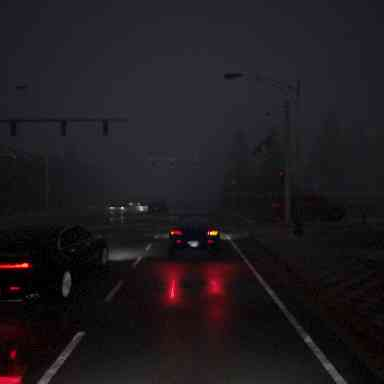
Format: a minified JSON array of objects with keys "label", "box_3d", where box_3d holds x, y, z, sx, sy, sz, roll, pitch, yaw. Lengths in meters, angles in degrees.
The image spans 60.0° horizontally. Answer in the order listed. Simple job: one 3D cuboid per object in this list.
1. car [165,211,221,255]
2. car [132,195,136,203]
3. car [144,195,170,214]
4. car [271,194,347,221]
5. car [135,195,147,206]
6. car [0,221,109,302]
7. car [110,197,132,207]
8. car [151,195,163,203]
[{"label":"car","box_3d":[0.131,1.493,13.011,1.812,1.442,4.674,0,0,2]},{"label":"car","box_3d":[-10.496,1.318,63.497,1.882,1.535,5.008,0,0,0]},{"label":"car","box_3d":[-3.392,1.392,34.215,1.882,1.535,5.008,0,0,0]},{"label":"car","box_3d":[9.072,1.156,26.071,5.566,2.045,2.150,0,0,1]},{"label":"car","box_3d":[-7.038,1.361,52.387,2.128,1.511,4.902,0,0,1]},{"label":"car","box_3d":[-3.437,1.484,8.177,1.837,1.490,4.892,0,0,0]},{"label":"car","box_3d":[-10.556,1.405,48.675,1.812,1.442,4.674,0,0,0]},{"label":"car","box_3d":[-6.976,1.336,66.915,1.837,1.490,4.892,0,0,0]}]
